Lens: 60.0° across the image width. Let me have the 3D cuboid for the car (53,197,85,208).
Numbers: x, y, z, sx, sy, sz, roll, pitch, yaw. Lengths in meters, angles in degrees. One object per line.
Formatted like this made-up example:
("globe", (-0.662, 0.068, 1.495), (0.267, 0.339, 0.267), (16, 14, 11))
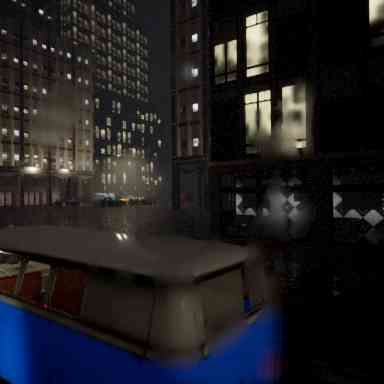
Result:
("car", (-16.926, 1.403, 45.994), (1.947, 1.339, 4.313), (0, 0, 36))

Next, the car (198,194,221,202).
("car", (3.181, 1.101, 59.273), (2.008, 1.369, 4.403), (0, 0, 36))

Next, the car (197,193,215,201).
("car", (3.065, 1.016, 73.299), (1.967, 1.590, 4.097), (0, 0, 36))

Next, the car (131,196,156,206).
("car", (-6.811, 1.230, 45.626), (2.008, 1.369, 4.403), (0, 0, 36))

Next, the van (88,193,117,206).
("van", (-13.596, 1.135, 50.544), (1.690, 1.788, 3.998), (0, 0, 36))

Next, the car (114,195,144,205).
("car", (-10.363, 1.278, 54.958), (1.752, 1.417, 4.829), (0, 0, 36))

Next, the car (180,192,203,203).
("car", (-0.152, 0.908, 54.723), (2.192, 1.841, 5.009), (0, 0, 36))

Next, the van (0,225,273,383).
("van", (-1.112, 1.342, 3.684), (3.998, 1.788, 1.690), (0, -1, 36))

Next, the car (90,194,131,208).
("car", (-10.141, 1.267, 41.077), (1.887, 1.381, 4.507), (0, 0, 36))
